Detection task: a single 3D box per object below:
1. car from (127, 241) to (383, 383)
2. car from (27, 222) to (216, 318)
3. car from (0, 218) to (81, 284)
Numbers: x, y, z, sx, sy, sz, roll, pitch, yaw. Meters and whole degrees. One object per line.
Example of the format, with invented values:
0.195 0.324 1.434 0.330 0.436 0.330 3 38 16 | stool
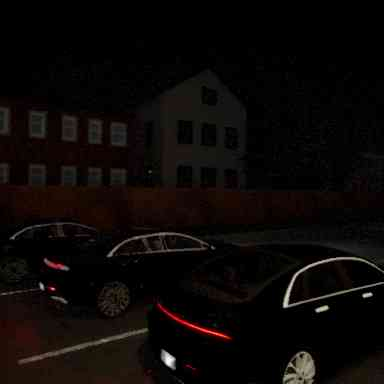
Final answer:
1.715 1.545 4.969 4.892 1.490 1.837 0 0 -36 | car
-0.777 1.525 7.493 4.902 1.511 2.128 1 0 -35 | car
-3.736 1.515 9.681 4.902 1.511 2.128 1 0 -36 | car
